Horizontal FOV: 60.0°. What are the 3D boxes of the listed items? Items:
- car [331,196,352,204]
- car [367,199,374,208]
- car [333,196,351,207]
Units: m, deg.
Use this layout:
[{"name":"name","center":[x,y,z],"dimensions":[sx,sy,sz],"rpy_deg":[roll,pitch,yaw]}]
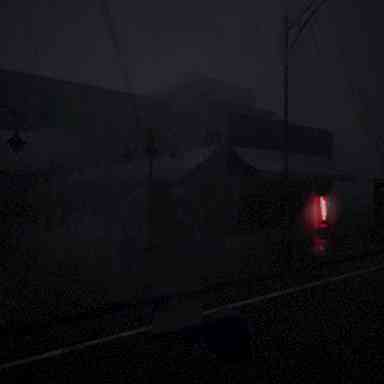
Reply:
[{"name":"car","center":[31.009,1.613,68.886],"dimensions":[4.514,1.523,2.007],"rpy_deg":[0,0,-36]},{"name":"car","center":[25.768,1.513,45.735],"dimensions":[3.806,1.475,1.970],"rpy_deg":[0,0,-36]},{"name":"car","center":[21.759,1.434,50.757],"dimensions":[5.027,1.636,2.152],"rpy_deg":[0,0,-36]}]
